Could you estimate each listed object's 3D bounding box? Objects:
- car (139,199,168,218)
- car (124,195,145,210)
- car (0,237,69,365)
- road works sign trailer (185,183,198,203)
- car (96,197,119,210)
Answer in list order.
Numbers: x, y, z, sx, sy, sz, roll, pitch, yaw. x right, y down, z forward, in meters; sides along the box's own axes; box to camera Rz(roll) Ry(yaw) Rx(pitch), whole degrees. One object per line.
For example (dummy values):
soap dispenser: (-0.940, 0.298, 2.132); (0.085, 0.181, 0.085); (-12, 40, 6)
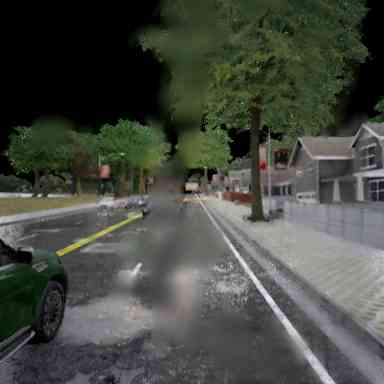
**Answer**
car: (-3.153, 1.506, 29.139); (1.895, 1.301, 4.718); (0, 0, 0)
car: (-6.595, 1.170, 39.290); (2.097, 1.767, 4.553); (0, 1, 0)
car: (-3.150, 1.232, 3.279); (2.150, 2.045, 5.566); (0, 0, 0)
road works sign trailer: (-0.013, 0.076, 60.531); (2.380, 3.560, 2.880); (0, 1, 1)
car: (-9.846, 1.344, 39.248); (1.812, 1.442, 4.674); (0, 1, 0)
